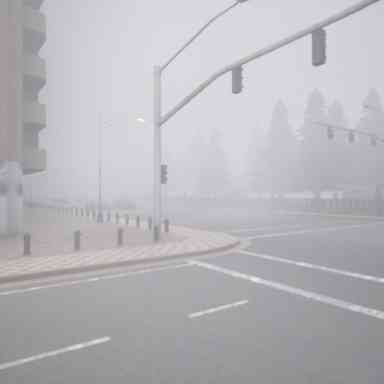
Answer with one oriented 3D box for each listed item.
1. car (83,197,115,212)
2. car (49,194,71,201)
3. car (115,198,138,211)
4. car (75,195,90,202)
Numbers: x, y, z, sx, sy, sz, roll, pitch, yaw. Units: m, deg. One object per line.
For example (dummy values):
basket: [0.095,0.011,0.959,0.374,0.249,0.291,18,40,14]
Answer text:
car: [-11.066,1.601,39.059,1.994,1.385,4.181,0,0,-36]
car: [-20.493,1.351,52.244,1.895,1.301,4.718,0,0,-36]
car: [-8.437,1.537,41.395,1.837,1.490,4.892,0,0,-36]
car: [-17.676,1.165,54.320,1.882,1.535,5.008,0,0,-36]
